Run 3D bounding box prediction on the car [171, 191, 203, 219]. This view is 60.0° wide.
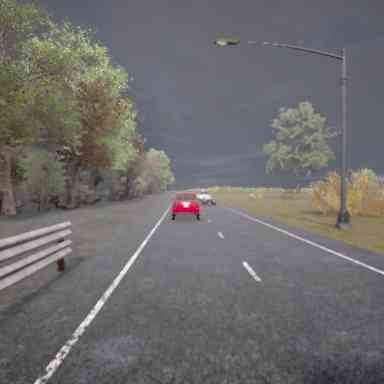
[{"bbox_3d":[-0.513,1.034,26.954,2.150,2.045,5.566,0,1,-2],"label":"car"}]

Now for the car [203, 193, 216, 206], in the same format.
[{"bbox_3d":[2.324,1.253,47.490,1.895,1.301,4.718,0,0,-2],"label":"car"}]

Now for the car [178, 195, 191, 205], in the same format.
[{"bbox_3d":[-1.168,1.199,50.729,1.994,1.385,4.181,0,1,-2],"label":"car"}]

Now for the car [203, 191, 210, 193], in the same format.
[{"bbox_3d":[2.046,0.794,57.490,2.150,2.045,5.566,0,0,-2],"label":"car"}]
